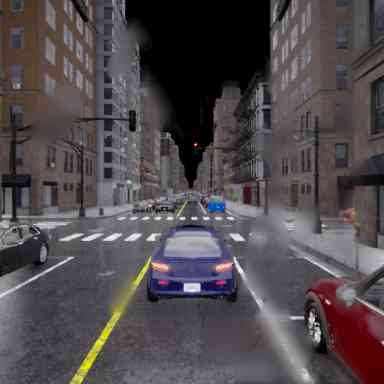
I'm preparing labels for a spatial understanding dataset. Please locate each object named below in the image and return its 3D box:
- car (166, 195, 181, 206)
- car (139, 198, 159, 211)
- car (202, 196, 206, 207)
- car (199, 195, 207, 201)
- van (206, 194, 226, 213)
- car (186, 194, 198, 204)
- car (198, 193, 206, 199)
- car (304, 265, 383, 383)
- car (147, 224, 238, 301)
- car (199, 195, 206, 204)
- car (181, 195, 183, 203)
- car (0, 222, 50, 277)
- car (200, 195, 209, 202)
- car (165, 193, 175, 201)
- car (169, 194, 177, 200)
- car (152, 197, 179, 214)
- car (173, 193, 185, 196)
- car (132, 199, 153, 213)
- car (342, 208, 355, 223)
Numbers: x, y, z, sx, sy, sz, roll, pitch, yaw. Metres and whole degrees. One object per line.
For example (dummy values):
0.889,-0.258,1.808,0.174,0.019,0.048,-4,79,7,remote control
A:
-2.789,1.500,44.794,1.837,1.490,4.892,0,0,0,car
-5.332,1.540,41.730,1.887,1.381,4.507,0,0,0,car
2.701,1.577,47.408,1.802,1.307,4.206,0,0,0,car
2.756,1.518,87.177,2.008,1.369,4.403,0,0,0,car
2.685,1.337,36.046,1.690,1.788,3.998,0,0,0,van
0.140,1.532,65.797,2.033,1.411,5.357,0,0,0,car
2.725,1.301,64.453,2.192,1.841,5.009,0,0,0,car
2.641,1.440,3.446,1.967,1.590,4.097,0,0,0,car
0.015,1.525,8.196,1.812,1.442,4.674,0,0,0,car
2.717,1.572,58.771,1.802,1.307,4.206,0,0,0,car
-2.759,1.556,54.722,1.994,1.385,4.181,0,0,1,car
-5.377,1.550,8.967,2.008,1.369,4.403,0,0,0,car
2.740,1.417,75.815,1.967,1.590,4.097,0,0,0,car
-5.277,1.287,81.503,2.192,1.841,5.009,0,0,0,car
-5.261,1.403,92.867,1.967,1.590,4.097,0,0,0,car
-2.801,1.560,35.940,1.994,1.385,4.181,0,0,0,car
-2.692,1.490,66.411,1.837,1.490,4.892,0,0,1,car
-5.340,1.547,36.048,2.008,1.369,4.403,0,0,0,car
13.297,1.439,23.899,4.553,1.767,2.097,0,0,1,car
